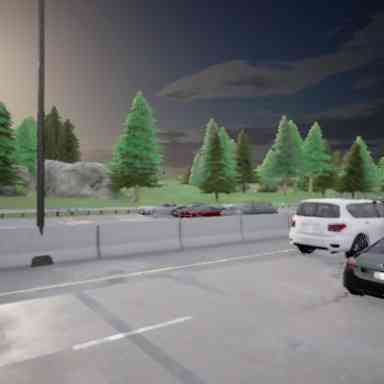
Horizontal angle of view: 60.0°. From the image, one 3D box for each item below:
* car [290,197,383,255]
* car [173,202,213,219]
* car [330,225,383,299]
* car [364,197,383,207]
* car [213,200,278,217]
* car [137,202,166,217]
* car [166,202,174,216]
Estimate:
[{"bbox_3d":[6.010,1.263,12.351,5.566,2.045,2.150,0,0,-36],"label":"car"},{"bbox_3d":[1.227,1.664,26.388,4.718,1.301,1.895,0,0,-36],"label":"car"},{"bbox_3d":[5.302,1.593,7.546,4.181,1.385,1.994,0,0,-36],"label":"car"},{"bbox_3d":[31.268,1.700,56.279,4.892,1.490,1.837,0,0,-34],"label":"car"},{"bbox_3d":[4.152,1.416,24.177,4.553,1.767,2.097,0,0,-36],"label":"car"},{"bbox_3d":[-2.889,1.667,32.050,4.718,1.301,1.895,0,0,-36],"label":"car"},{"bbox_3d":[0.157,1.632,29.925,4.181,1.385,1.994,0,0,-36],"label":"car"}]
